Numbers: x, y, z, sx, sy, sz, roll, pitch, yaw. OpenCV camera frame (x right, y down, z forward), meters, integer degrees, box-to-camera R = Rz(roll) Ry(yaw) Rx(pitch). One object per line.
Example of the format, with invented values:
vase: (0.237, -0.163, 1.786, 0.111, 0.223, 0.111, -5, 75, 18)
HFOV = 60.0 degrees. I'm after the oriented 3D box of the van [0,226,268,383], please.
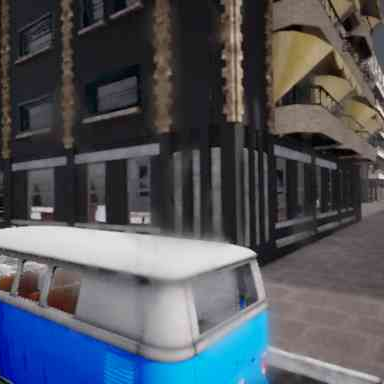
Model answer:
van: (-1.158, 1.350, 3.723, 3.998, 1.788, 1.690, 0, -1, 36)
